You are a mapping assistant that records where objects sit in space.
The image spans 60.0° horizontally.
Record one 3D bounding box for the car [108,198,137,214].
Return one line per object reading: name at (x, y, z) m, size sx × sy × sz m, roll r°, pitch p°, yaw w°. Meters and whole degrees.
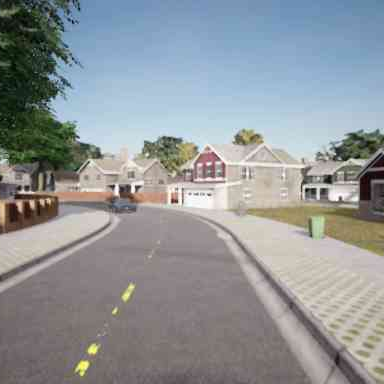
car at (-6.543, 1.220, 31.070) m, size 1.994 × 1.385 × 4.181 m, roll 0°, pitch 1°, yaw -25°
